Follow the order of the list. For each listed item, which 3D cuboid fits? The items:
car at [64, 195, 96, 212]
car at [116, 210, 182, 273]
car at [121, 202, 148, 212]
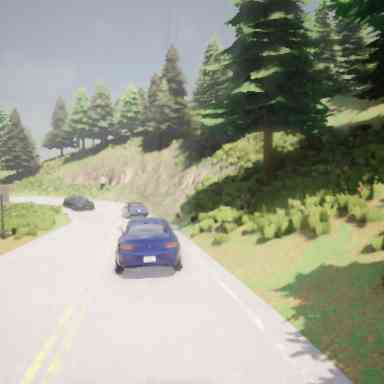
[{"bbox_3d":[-11.496,1.056,33.842,1.994,1.385,4.181,-5,10,-42],"label":"car"},{"bbox_3d":[-1.415,1.542,10.736,1.812,1.442,4.674,-1,0,-8],"label":"car"},{"bbox_3d":[-5.256,1.602,30.231,2.033,1.411,5.357,-2,1,-19],"label":"car"}]
